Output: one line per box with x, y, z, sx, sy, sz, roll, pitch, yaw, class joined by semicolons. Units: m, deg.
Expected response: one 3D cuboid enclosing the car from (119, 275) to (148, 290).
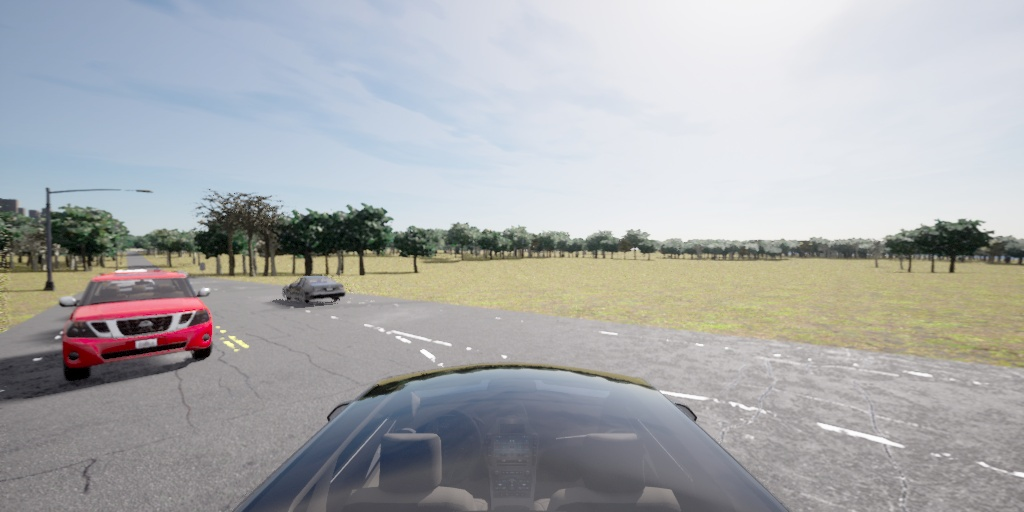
-40.877;2.829;38.758;1.895;1.301;4.718;-1;0;-44;car

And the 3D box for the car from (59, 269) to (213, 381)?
-9.177;1.421;8.892;5.566;2.045;2.150;-2;0;43;car

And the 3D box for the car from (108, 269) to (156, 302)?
-27.163;1.997;25.622;5.566;2.045;2.150;-2;0;43;car

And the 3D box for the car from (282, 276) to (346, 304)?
-11.411;1.863;20.524;5.357;1.411;2.033;-2;0;43;car
